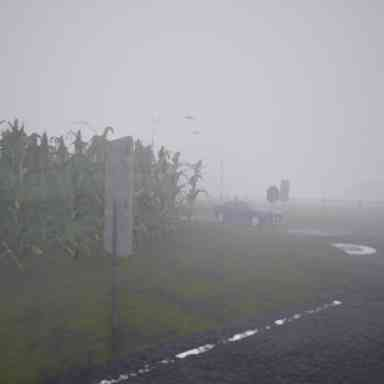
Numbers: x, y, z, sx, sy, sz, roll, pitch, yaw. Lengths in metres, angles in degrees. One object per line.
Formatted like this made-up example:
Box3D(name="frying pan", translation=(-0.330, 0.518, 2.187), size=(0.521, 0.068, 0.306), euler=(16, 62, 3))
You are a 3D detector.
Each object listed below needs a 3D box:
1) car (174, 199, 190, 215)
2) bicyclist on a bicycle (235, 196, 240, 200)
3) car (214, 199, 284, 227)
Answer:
Box3D(name="car", translation=(-2.327, 1.196, 29.185), size=(2.033, 1.411, 5.357), euler=(1, 0, -36))
Box3D(name="bicyclist on a bicycle", translation=(4.151, 1.201, 30.401), size=(1.656, 1.620, 0.582), euler=(-1, 1, -36))
Box3D(name="car", translation=(3.486, 1.251, 21.117), size=(1.882, 1.535, 5.008), euler=(1, 0, -36))
